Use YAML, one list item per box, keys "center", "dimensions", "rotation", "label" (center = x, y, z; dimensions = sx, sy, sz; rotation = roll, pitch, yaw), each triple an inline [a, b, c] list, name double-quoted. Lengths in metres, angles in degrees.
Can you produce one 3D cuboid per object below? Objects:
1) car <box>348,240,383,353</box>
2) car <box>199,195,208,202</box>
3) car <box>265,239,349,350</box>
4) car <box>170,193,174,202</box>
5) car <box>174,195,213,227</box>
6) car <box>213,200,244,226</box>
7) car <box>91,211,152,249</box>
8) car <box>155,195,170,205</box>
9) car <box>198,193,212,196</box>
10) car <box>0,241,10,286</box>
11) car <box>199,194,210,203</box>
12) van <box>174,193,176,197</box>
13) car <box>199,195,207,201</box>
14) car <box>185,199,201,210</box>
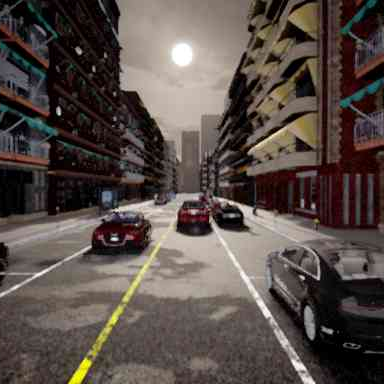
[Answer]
- center: [2.521, 1.314, 0.465]
  dimensions: [2.192, 1.841, 5.009]
  rotation: [-1, 0, 0]
  label: "car"
- center: [2.567, 1.450, 74.102]
  dimensions: [1.802, 1.307, 4.206]
  rotation: [-1, 0, 0]
  label: "car"
- center: [2.524, 1.537, 6.130]
  dimensions: [2.008, 1.369, 4.403]
  rotation: [-1, 0, 0]
  label: "car"
- center: [-5.316, 1.316, 68.647]
  dimensions: [1.967, 1.590, 4.097]
  rotation: [-1, 0, 0]
  label: "car"
- center: [0.096, 1.305, 22.791]
  dimensions: [2.097, 1.767, 4.553]
  rotation: [0, 0, 0]
  label: "car"
- center: [2.527, 1.519, 23.123]
  dimensions: [1.947, 1.339, 4.313]
  rotation: [-1, 0, 0]
  label: "car"
- center: [-2.849, 1.534, 14.186]
  dimensions: [1.994, 1.385, 4.181]
  rotation: [0, 0, 0]
  label: "car"
- center: [-5.317, 1.333, 57.344]
  dimensions: [1.967, 1.590, 4.097]
  rotation: [-1, 0, 0]
  label: "car"
- center: [2.550, 1.208, 57.109]
  dimensions: [2.192, 1.841, 5.009]
  rotation: [-1, 0, 0]
  label: "car"
- center: [-5.323, 1.552, 6.484]
  dimensions: [1.947, 1.339, 4.313]
  rotation: [-1, 0, 0]
  label: "car"
- center: [2.569, 1.316, 68.437]
  dimensions: [1.967, 1.590, 4.097]
  rotation: [-1, 0, 0]
  label: "car"
- center: [-5.314, 1.185, 91.251]
  dimensions: [1.690, 1.788, 3.998]
  rotation: [-1, 0, 0]
  label: "van"
- center: [2.567, 1.405, 79.766]
  dimensions: [1.887, 1.381, 4.507]
  rotation: [-1, 0, 0]
  label: "car"
- center: [0.104, 1.520, 41.895]
  dimensions: [1.895, 1.301, 4.718]
  rotation: [0, 0, 0]
  label: "car"
